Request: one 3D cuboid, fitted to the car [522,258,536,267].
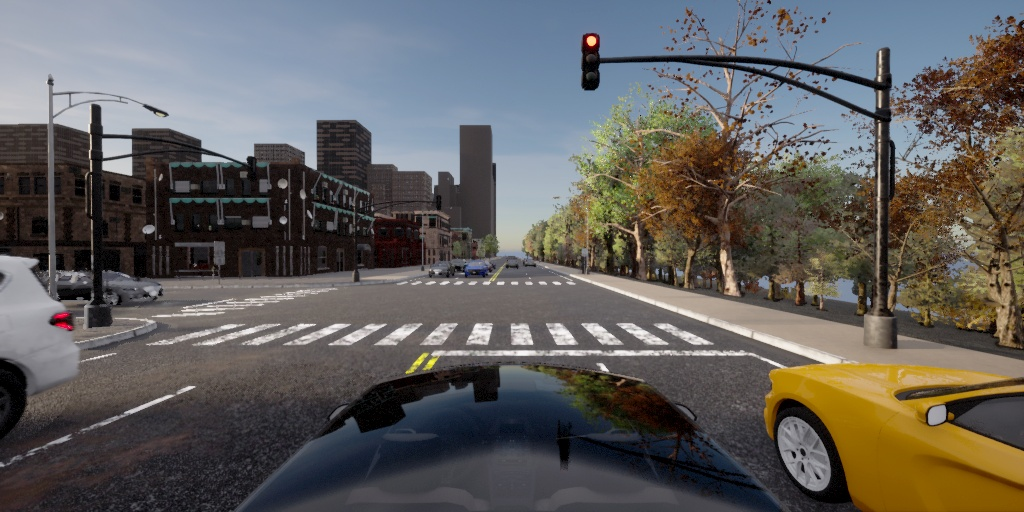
[{"bbox_3d":[3.266,1.290,64.501,1.994,1.385,4.181,0,0,1],"label":"car"}]

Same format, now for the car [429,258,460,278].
[{"bbox_3d":[-6.630,1.231,34.305,2.128,1.511,4.902,0,0,0],"label":"car"}]

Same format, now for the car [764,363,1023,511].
[{"bbox_3d":[3.351,1.228,1.397,1.882,1.535,5.008,0,0,0],"label":"car"}]

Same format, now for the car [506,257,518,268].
[{"bbox_3d":[0.029,1.292,59.692,1.994,1.385,4.181,0,0,0],"label":"car"}]

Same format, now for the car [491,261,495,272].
[{"bbox_3d":[-3.388,1.261,44.093,1.812,1.442,4.674,0,0,0],"label":"car"}]

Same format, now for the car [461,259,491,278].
[{"bbox_3d":[-3.381,1.217,34.697,1.882,1.535,5.008,0,0,0],"label":"car"}]

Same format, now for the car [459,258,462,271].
[{"bbox_3d":[-6.641,1.087,44.179,2.097,1.767,4.553,0,0,0],"label":"car"}]

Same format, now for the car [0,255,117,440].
[{"bbox_3d":[-6.422,0.972,1.990,2.150,2.045,5.566,0,0,2],"label":"car"}]

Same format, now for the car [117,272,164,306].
[{"bbox_3d":[-18.673,1.448,16.213,4.902,1.511,2.128,-1,1,0],"label":"car"}]

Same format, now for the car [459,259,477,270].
[{"bbox_3d":[-6.642,1.222,54.548,2.128,1.511,4.902,0,0,0],"label":"car"}]
